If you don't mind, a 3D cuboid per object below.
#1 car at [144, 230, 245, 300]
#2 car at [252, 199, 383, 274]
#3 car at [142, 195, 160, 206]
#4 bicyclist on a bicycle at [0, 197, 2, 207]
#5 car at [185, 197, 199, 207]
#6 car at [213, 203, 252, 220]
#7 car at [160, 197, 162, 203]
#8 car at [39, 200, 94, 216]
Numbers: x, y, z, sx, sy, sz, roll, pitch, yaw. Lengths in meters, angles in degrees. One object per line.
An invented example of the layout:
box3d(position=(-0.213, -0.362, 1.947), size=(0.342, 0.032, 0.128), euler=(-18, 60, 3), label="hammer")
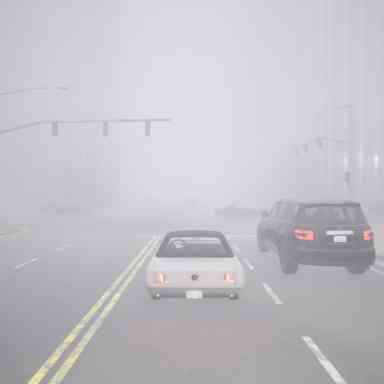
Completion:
box3d(position=(0.072, 1.601, 8.346), size=(1.895, 1.301, 4.718), euler=(0, 0, 1), label="car")
box3d(position=(3.589, 1.222, 10.699), size=(2.150, 2.045, 5.566), euler=(0, 0, 0), label="car")
box3d(position=(-7.011, 1.352, 55.218), size=(2.097, 1.767, 4.553), euler=(0, 0, 0), label="car")
box3d(position=(-26.356, 1.301, 45.380), size=(0.582, 1.620, 1.656), euler=(0, 0, 0), label="bicyclist on a bicycle")
box3d(position=(0.003, 1.491, 50.111), size=(2.128, 1.511, 4.902), euler=(0, 0, 3), label="car")
box3d(position=(4.176, 1.601, 27.662), size=(4.718, 1.301, 1.895), euler=(0, 0, 0), label="car")
box3d(position=(-6.936, 1.547, 65.737), size=(2.033, 1.411, 5.357), euler=(0, 0, 1), label="car")
box3d(position=(-11.873, 1.492, 31.673), size=(4.902, 1.511, 2.128), euler=(0, 0, -11), label="car")
